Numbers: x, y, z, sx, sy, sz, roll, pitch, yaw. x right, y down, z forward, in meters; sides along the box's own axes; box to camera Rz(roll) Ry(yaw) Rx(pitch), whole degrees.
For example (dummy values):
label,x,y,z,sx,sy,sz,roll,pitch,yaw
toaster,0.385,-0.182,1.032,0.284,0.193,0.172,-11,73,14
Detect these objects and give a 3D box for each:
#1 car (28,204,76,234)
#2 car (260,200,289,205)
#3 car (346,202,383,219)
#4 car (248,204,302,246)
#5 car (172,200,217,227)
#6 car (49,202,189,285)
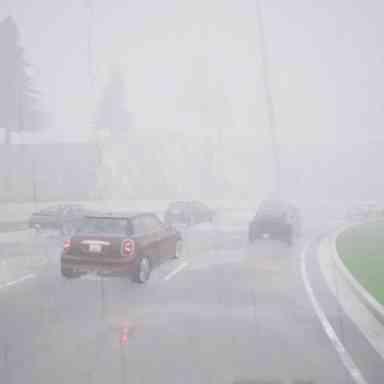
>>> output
label,x,y,z,sx,sy,sz,roll,pitch,yaw
car,-6.546,1.422,18.248,2.128,1.511,4.902,0,0,22
car,7.004,1.415,26.932,2.097,1.767,4.553,1,0,38
car,16.091,1.678,30.988,4.674,1.442,1.812,1,0,-39
car,4.006,1.541,15.793,1.837,1.490,4.892,0,0,24
car,-0.016,1.346,22.939,2.097,1.767,4.553,1,0,30
car,-1.765,1.332,9.812,2.097,1.767,4.553,1,0,13
